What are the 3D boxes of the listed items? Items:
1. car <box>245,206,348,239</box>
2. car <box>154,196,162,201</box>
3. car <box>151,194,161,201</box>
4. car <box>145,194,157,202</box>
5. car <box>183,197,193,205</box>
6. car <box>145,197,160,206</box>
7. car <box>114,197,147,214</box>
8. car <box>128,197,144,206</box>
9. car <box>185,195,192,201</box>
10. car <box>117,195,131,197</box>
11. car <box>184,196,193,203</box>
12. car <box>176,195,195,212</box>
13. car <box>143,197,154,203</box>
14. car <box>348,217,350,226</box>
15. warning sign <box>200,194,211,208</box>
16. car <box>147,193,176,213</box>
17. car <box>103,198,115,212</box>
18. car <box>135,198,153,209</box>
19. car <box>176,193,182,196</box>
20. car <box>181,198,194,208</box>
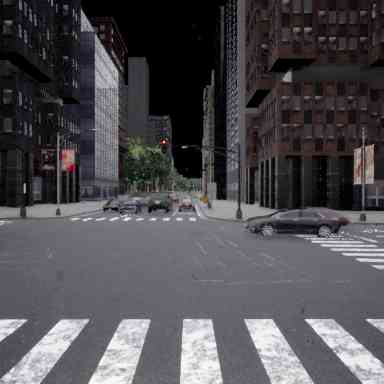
[{"bbox_3d":[5.288,1.606,17.667,4.892,1.490,1.837,1,0,0],"label":"car"},{"bbox_3d":[-9.432,1.696,93.230,1.887,1.381,4.507,0,0,0],"label":"car"},{"bbox_3d":[-9.401,1.449,87.805,2.192,1.841,5.009,0,0,0],"label":"car"},{"bbox_3d":[-9.337,1.417,76.953,2.192,1.841,5.009,0,0,0],"label":"car"},{"bbox_3d":[-0.715,1.603,60.718,1.887,1.381,4.507,0,0,0],"label":"car"},{"bbox_3d":[-6.530,1.551,55.597,1.837,1.490,4.892,0,0,0],"label":"car"},{"bbox_3d":[-6.434,1.548,35.450,2.033,1.411,5.357,0,0,-1],"label":"car"},{"bbox_3d":[-9.206,1.570,55.079,1.752,1.417,4.829,0,0,0],"label":"car"},{"bbox_3d":[-0.876,1.574,87.843,1.967,1.590,4.097,0,0,0],"label":"car"},{"bbox_3d":[-9.144,1.335,44.397,2.192,1.841,5.009,0,0,0],"label":"car"},{"bbox_3d":[-0.780,1.613,71.738,1.752,1.417,4.829,0,0,0],"label":"car"},{"bbox_3d":[-0.586,1.448,39.019,1.967,1.590,4.097,0,0,0],"label":"car"},{"bbox_3d":[-9.304,1.669,71.527,1.802,1.307,4.206,0,0,0],"label":"car"},{"bbox_3d":[7.553,1.654,21.261,4.674,1.442,1.812,1,0,6],"label":"car"},{"bbox_3d":[1.703,1.132,42.703,1.300,1.860,1.060,0,0,0],"label":"warning sign"},{"bbox_3d":[-3.410,1.226,36.706,2.150,2.045,5.566,0,0,2],"label":"car"},{"bbox_3d":[-9.111,1.574,38.971,1.947,1.339,4.313,0,0,0],"label":"car"},{"bbox_3d":[-6.490,1.587,45.404,1.994,1.385,4.181,0,0,-1],"label":"car"},{"bbox_3d":[-3.503,1.423,65.622,2.097,1.767,4.553,0,0,0],"label":"car"},{"bbox_3d":[-0.650,1.615,49.868,1.802,1.307,4.206,0,0,0],"label":"car"}]
